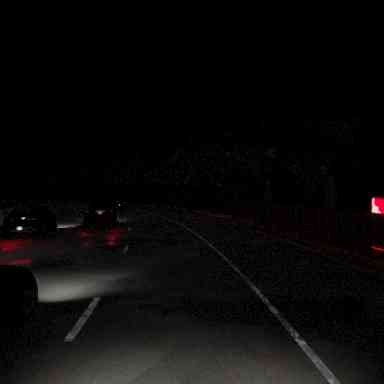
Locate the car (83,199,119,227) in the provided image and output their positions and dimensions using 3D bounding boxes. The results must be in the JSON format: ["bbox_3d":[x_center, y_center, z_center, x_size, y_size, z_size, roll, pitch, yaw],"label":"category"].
[{"bbox_3d":[-6.396,1.378,23.460,2.097,1.767,4.553,0,0,-12],"label":"car"}]

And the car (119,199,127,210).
[{"bbox_3d":[-10.120,1.636,44.562,1.994,1.385,4.181,0,0,-24],"label":"car"}]

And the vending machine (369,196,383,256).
[{"bbox_3d":[7.227,1.193,12.073,1.100,2.100,0.880,0,0,-6],"label":"vending machine"}]

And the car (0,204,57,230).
[{"bbox_3d":[-8.941,1.528,18.739,1.837,1.490,4.892,0,0,-11],"label":"car"}]

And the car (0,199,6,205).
[{"bbox_3d":[-23.630,1.629,40.049,1.837,1.490,4.892,0,0,-26],"label":"car"}]

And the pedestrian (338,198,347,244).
[{"bbox_3d":[5.920,1.140,13.230,0.375,1.860,0.375,-1,0,-7],"label":"pedestrian"}]

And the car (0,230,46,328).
[{"bbox_3d":[-3.675,1.527,4.204,1.812,1.442,4.674,0,0,-3],"label":"car"}]
